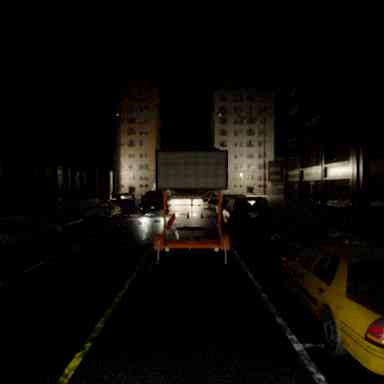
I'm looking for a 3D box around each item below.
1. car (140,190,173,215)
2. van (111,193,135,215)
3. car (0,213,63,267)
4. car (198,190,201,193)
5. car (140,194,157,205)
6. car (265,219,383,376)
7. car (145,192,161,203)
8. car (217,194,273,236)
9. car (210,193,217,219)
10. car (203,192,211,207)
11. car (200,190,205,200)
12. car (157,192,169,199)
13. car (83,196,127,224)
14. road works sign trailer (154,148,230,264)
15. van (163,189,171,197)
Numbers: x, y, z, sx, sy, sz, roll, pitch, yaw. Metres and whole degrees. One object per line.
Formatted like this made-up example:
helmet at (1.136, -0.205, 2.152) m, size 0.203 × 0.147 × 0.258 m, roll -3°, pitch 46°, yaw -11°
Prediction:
car at (-3.100, 0.858, 29.046) m, size 2.150 × 2.045 × 5.566 m, roll 0°, pitch 1°, yaw 0°
van at (-5.859, 0.989, 28.062) m, size 1.690 × 1.788 × 3.998 m, roll 0°, pitch 1°, yaw 0°
car at (-5.866, 1.388, 10.941) m, size 1.752 × 1.417 × 4.829 m, roll 0°, pitch 0°, yaw 1°
car at (2.668, 0.717, 61.876) m, size 1.887 × 1.381 × 4.507 m, roll 0°, pitch 1°, yaw 0°
car at (-5.858, 0.997, 44.983) m, size 1.802 × 1.307 × 4.206 m, roll 0°, pitch 1°, yaw 0°
car at (2.667, 1.454, 5.695) m, size 1.752 × 1.417 × 4.829 m, roll 0°, pitch 0°, yaw 1°
car at (-5.858, 0.775, 50.621) m, size 1.967 × 1.590 × 4.097 m, roll 0°, pitch 1°, yaw 0°
car at (2.666, 1.107, 16.760) m, size 2.192 × 1.841 × 5.009 m, roll 0°, pitch 1°, yaw 0°
car at (2.666, 1.036, 22.400) m, size 2.192 × 1.841 × 5.009 m, roll 0°, pitch 1°, yaw 0°
car at (2.667, 1.046, 39.321) m, size 2.008 × 1.369 × 4.403 m, roll 0°, pitch 1°, yaw 0°
car at (2.667, 0.775, 50.596) m, size 1.967 × 1.590 × 4.097 m, roll 0°, pitch 1°, yaw 0°
car at (-5.858, 0.656, 67.540) m, size 1.947 × 1.339 × 4.313 m, roll 0°, pitch 1°, yaw 0°
car at (-5.860, 1.248, 22.253) m, size 1.752 × 1.417 × 4.829 m, roll 0°, pitch 1°, yaw 0°
road works sign trailer at (0.000, 0.324, 11.215) m, size 2.380 × 3.560 × 2.880 m, roll 0°, pitch 1°, yaw 0°
van at (-5.858, 0.267, 78.817) m, size 1.690 × 1.788 × 3.998 m, roll 0°, pitch 1°, yaw 0°
